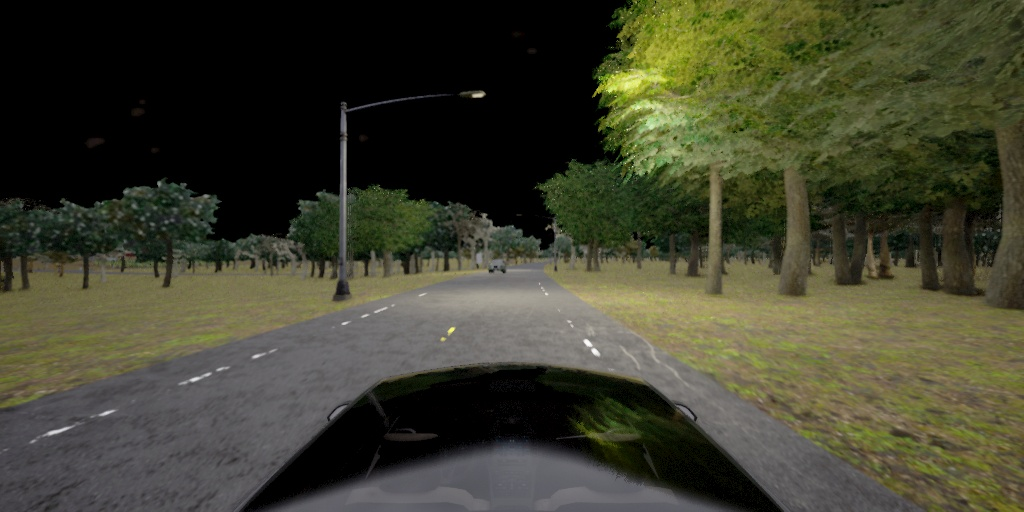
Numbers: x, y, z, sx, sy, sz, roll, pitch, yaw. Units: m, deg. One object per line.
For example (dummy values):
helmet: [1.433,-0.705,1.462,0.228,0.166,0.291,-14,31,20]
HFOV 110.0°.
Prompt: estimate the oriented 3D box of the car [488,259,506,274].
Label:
car: [-2.059,1.488,51.355,2.150,2.045,5.566,0,-1,4]
